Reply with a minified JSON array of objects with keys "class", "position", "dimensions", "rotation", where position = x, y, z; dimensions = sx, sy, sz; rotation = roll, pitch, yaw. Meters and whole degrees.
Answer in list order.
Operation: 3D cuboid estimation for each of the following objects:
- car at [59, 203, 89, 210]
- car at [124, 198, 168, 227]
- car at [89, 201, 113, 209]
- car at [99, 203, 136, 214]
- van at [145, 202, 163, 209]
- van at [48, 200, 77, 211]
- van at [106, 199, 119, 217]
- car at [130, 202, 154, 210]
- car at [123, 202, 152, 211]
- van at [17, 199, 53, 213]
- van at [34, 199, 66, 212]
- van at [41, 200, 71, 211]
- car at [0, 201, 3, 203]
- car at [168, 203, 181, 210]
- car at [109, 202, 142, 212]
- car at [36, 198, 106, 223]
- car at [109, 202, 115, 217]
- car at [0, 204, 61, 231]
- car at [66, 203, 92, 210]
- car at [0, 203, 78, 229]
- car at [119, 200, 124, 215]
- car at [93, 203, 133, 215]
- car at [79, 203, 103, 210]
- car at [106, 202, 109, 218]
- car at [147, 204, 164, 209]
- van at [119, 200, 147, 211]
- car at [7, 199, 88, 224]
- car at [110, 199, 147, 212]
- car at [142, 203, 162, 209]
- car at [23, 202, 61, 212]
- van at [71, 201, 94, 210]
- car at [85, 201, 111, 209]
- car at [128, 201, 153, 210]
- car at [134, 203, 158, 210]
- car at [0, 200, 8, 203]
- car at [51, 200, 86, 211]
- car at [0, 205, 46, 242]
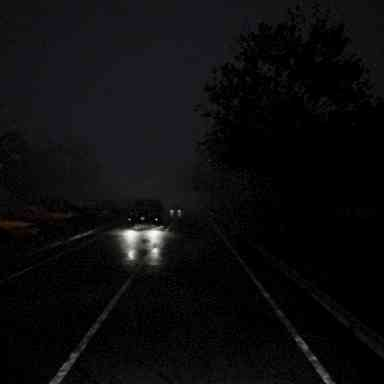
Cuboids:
[{"class":"car","position":[-23.314,2.872,65.805],"dimensions":[5.008,1.535,2.097],"rotation":[0,-2,0]},{"class":"car","position":[-3.323,1.474,25.127],"dimensions":[2.150,2.045,5.566],"rotation":[0,-1,0]},{"class":"car","position":[-23.260,3.387,85.193],"dimensions":[5.566,2.045,2.435],"rotation":[0,-2,0]},{"class":"car","position":[-10.273,2.260,46.256],"dimensions":[4.674,1.452,2.002],"rotation":[0,-1,0]},{"class":"van","position":[-10.317,3.628,90.634],"dimensions":[4.442,1.987,1.878],"rotation":[0,-2,0]},{"class":"van","position":[-23.445,2.423,60.154],"dimensions":[4.442,1.987,1.878],"rotation":[0,-2,0]},{"class":"van","position":[-10.405,1.735,35.160],"dimensions":[4.442,1.987,1.878],"rotation":[0,-1,0]},{"class":"car","position":[-10.204,2.852,68.438],"dimensions":[4.553,1.767,2.185],"rotation":[0,-2,0]},{"class":"car","position":[-10.239,2.758,62.885],"dimensions":[5.008,1.535,2.097],"rotation":[0,-2,0]},{"class":"van","position":[-23.229,2.063,49.220],"dimensions":[4.442,1.987,1.878],"rotation":[0,-1,0]},{"class":"van","position":[-23.220,2.205,54.609],"dimensions":[4.442,1.987,1.878],"rotation":[0,-2,0]},{"class":"van","position":[-23.449,2.319,57.511],"dimensions":[4.442,1.987,1.878],"rotation":[0,-2,0]},{"class":"car","position":[-23.362,1.962,35.243],"dimensions":[5.008,1.535,2.097],"rotation":[0,-1,0]},{"class":"car","position":[-3.202,2.919,66.921],"dimensions":[1.837,1.490,4.892],"rotation":[0,-2,0]},{"class":"car","position":[-10.291,2.380,51.813],"dimensions":[4.792,1.488,2.163],"rotation":[0,-2,0]},{"class":"car","position":[-10.273,1.515,26.834],"dimensions":[5.566,2.045,2.435],"rotation":[0,-1,0]},{"class":"car","position":[-10.295,1.936,32.378],"dimensions":[4.674,1.452,2.002],"rotation":[0,-1,0]},{"class":"car","position":[-10.320,1.598,18.510],"dimensions":[4.892,1.521,2.231],"rotation":[0,-1,0]},{"class":"car","position":[-23.313,3.022,68.573],"dimensions":[4.674,1.452,2.002],"rotation":[0,-2,0]},{"class":"car","position":[-10.316,1.646,21.282],"dimensions":[5.008,1.535,2.097],"rotation":[0,-1,0]},{"class":"car","position":[-10.289,2.025,37.930],"dimensions":[5.008,1.535,2.097],"rotation":[0,-1,0]},{"class":"car","position":[-10.245,2.185,43.479],"dimensions":[4.792,1.488,2.163],"rotation":[0,-1,0]},{"class":"car","position":[-23.296,3.310,76.878],"dimensions":[5.008,1.535,2.097],"rotation":[0,-2,0]},{"class":"car","position":[-10.326,1.860,29.604],"dimensions":[4.792,1.488,2.163],"rotation":[0,-1,0]},{"class":"car","position":[-10.225,3.992,93.398],"dimensions":[4.792,1.488,2.163],"rotation":[0,-2,0]},{"class":"van","position":[-10.136,2.313,57.345],"dimensions":[4.442,1.987,1.878],"rotation":[0,-2,0]},{"class":"car","position":[-10.337,1.578,24.061],"dimensions":[4.553,1.767,2.185],"rotation":[0,-1,0]},{"class":"car","position":[-10.286,2.178,54.573],"dimensions":[5.566,2.045,2.435],"rotation":[0,-2,0]},{"class":"car","position":[-10.180,3.664,85.076],"dimensions":[4.792,1.488,2.163],"rotation":[0,-2,0]},{"class":"car","position":[-23.346,2.354,51.984],"dimensions":[5.008,1.535,2.097],"rotation":[0,-1,0]},{"class":"van","position":[-23.427,2.861,71.226],"dimensions":[4.442,1.987,1.878],"rotation":[0,-2,0]},{"class":"car","position":[-23.265,3.277,82.425],"dimensions":[5.566,2.045,2.435],"rotation":[0,-2,0]},{"class":"car","position":[-10.208,2.742,65.664],"dimensions":[4.553,1.767,2.185],"rotation":[0,-2,0]},{"class":"car","position":[-10.220,3.197,73.981],"dimensions":[4.892,1.521,2.231],"rotation":[0,-2,0]},{"class":"car","position":[-23.358,2.030,38.138],"dimensions":[5.008,1.535,2.097],"rotation":[0,-1,0]},{"class":"car","position":[-23.296,2.507,62.923],"dimensions":[5.566,2.045,2.435],"rotation":[0,-2,0]},{"class":"car","position":[-10.133,1.553,15.741],"dimensions":[5.366,1.575,1.946],"rotation":[0,-1,0]}]
